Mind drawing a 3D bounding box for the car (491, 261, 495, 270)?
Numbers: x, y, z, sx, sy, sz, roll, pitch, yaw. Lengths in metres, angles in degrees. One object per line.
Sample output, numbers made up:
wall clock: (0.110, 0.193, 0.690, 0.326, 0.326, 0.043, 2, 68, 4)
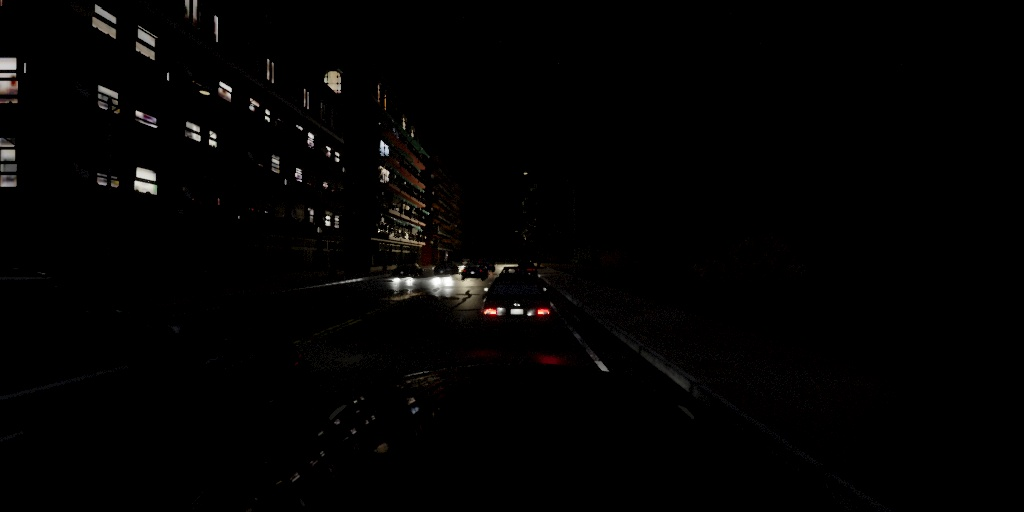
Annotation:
car: (-3.123, 1.280, 45.447, 1.812, 1.442, 4.674, 0, 0, 0)

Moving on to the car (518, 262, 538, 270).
car: (1.155, 1.259, 30.702, 1.837, 1.490, 4.892, 0, 0, 0)

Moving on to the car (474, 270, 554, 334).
car: (0.107, 1.299, 10.573, 2.033, 1.411, 5.357, 0, 0, 0)

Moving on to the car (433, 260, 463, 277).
car: (-6.581, 1.245, 36.075, 2.128, 1.511, 4.902, 0, 0, 0)

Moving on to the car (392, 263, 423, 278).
car: (-9.832, 1.318, 33.994, 1.994, 1.385, 4.181, 0, 0, 0)

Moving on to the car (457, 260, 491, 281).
car: (-3.133, 1.316, 30.573, 1.994, 1.385, 4.181, 0, 0, 0)

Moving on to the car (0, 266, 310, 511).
car: (-3.153, 0.969, 1.319, 2.150, 2.045, 5.566, 0, 0, 0)

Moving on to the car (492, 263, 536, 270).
car: (0.111, 1.301, 20.934, 2.033, 1.411, 5.357, 0, 0, 0)
